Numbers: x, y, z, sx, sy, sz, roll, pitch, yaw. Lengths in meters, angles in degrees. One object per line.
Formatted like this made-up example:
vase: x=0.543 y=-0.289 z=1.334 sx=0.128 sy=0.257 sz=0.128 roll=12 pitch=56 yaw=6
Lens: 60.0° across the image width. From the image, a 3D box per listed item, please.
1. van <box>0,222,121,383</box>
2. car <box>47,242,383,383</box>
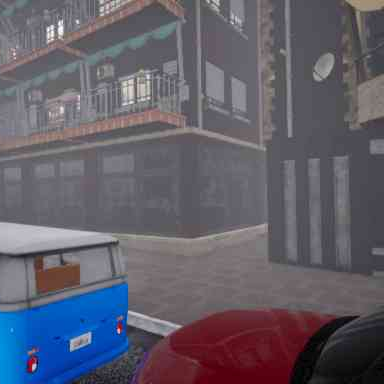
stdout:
van: x=-2.683 y=1.343 z=4.588 sx=3.998 sy=1.788 sz=1.690 roll=0 pitch=-1 yaw=35
car: x=1.840 y=1.315 z=1.403 sx=5.009 sy=1.841 sz=2.192 roll=0 pitch=-1 yaw=35
